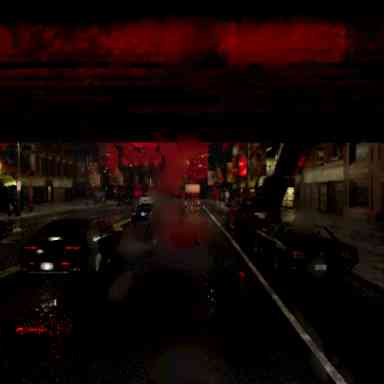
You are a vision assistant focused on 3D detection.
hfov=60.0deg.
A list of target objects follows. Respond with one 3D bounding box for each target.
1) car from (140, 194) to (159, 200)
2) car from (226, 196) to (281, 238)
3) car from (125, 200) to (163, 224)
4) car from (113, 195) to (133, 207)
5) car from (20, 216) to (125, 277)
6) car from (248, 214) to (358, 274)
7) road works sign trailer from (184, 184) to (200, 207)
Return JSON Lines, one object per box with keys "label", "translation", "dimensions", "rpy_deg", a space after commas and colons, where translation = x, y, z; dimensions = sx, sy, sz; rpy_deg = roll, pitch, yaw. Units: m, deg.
{"label": "car", "translation": [-6.960, 1.262, 52.770], "dimensions": [2.150, 2.045, 5.566], "rpy_deg": [0, 0, 0]}
{"label": "car", "translation": [3.179, 1.242, 17.963], "dimensions": [2.435, 2.045, 5.566], "rpy_deg": [0, 0, 0]}
{"label": "car", "translation": [-3.330, 1.566, 25.221], "dimensions": [2.033, 1.411, 5.357], "rpy_deg": [0, 0, 1]}
{"label": "car", "translation": [-10.460, 1.545, 52.084], "dimensions": [1.837, 1.490, 4.892], "rpy_deg": [0, -1, 0]}
{"label": "car", "translation": [-3.388, 1.513, 10.311], "dimensions": [1.837, 1.490, 4.892], "rpy_deg": [0, 0, 1]}
{"label": "car", "translation": [3.225, 1.603, 10.566], "dimensions": [1.895, 1.301, 4.718], "rpy_deg": [0, 0, 0]}
{"label": "road works sign trailer", "translation": [0.107, 0.504, 53.017], "dimensions": [2.380, 3.560, 2.880], "rpy_deg": [0, 0, 0]}
